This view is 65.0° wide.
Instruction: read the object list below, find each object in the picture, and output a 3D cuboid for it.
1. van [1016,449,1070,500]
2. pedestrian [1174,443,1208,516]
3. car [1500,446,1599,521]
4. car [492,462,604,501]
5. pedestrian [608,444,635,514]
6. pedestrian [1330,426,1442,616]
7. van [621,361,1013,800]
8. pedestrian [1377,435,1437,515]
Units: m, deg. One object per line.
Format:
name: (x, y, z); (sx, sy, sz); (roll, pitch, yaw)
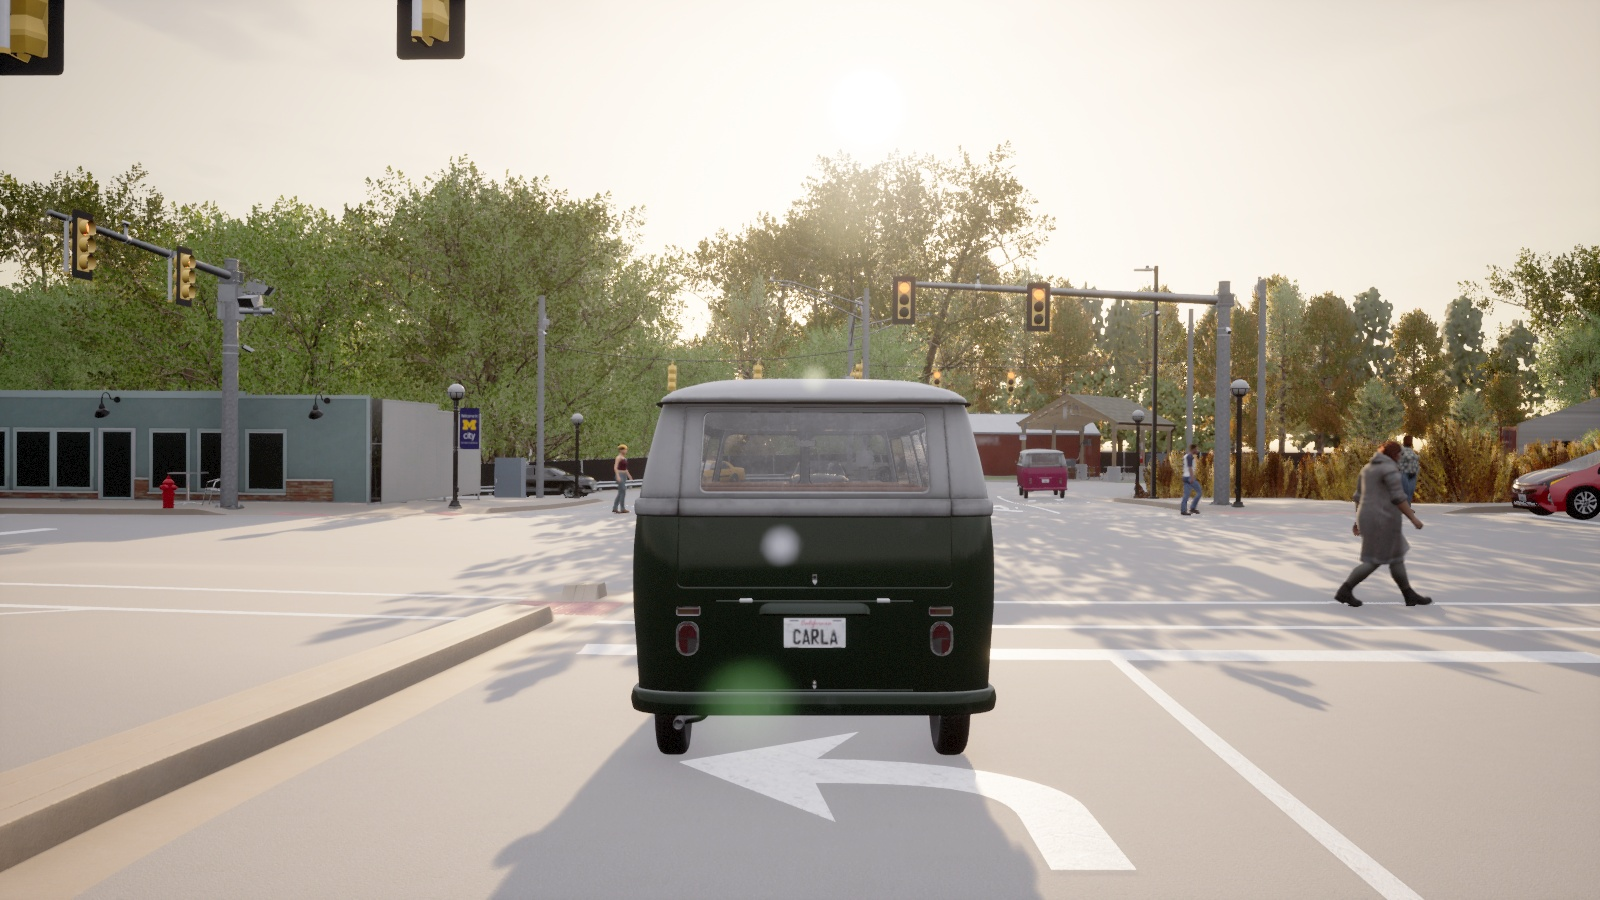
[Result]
van: (10.010, 0.969, 52.072); (1.775, 1.987, 4.442); (-1, 0, 6)
pedestrian: (9.890, 0.742, 31.769); (0.706, 1.836, 0.354); (1, 0, 1)
car: (17.983, 0.674, 27.175); (4.514, 1.525, 2.007); (-1, 0, 4)
car: (-12.138, 1.509, 60.550); (4.856, 1.649, 2.033); (-2, 1, 8)
pedestrian: (-4.728, 0.758, 33.225); (0.594, 1.836, 0.345); (1, 0, 15)
pedestrian: (6.208, 0.729, 13.343); (0.873, 1.952, 0.659); (1, 0, 5)
van: (0.062, 0.631, 7.930); (1.775, 1.987, 4.442); (0, -1, 0)
pedestrian: (14.472, 0.582, 29.956); (0.874, 1.855, 0.900); (1, 0, -23)
